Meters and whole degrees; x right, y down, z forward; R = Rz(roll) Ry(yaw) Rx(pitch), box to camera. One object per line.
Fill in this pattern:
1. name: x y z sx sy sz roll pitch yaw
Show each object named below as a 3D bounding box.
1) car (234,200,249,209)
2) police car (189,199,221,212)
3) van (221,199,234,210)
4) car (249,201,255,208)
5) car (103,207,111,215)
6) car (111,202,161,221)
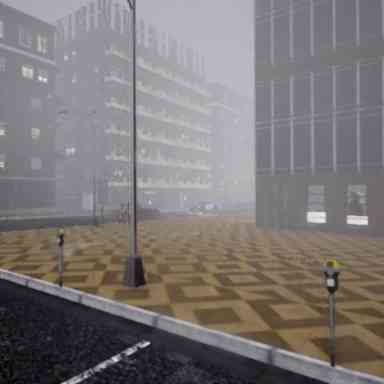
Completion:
1. car: 8.191 2.222 60.891 1.967 1.590 4.097 -1 -2 35
2. police car: 1.518 2.033 46.739 2.038 1.542 4.974 0 -1 35
3. van: 4.944 2.035 56.270 1.690 1.788 3.998 -1 -2 35
4. car: 11.438 2.414 65.513 1.887 1.381 4.507 -1 -2 35
5. car: -8.136 1.865 37.631 1.752 1.417 4.829 -1 -2 35
6. car: -4.478 1.654 28.375 1.967 1.590 4.097 -1 -2 35
